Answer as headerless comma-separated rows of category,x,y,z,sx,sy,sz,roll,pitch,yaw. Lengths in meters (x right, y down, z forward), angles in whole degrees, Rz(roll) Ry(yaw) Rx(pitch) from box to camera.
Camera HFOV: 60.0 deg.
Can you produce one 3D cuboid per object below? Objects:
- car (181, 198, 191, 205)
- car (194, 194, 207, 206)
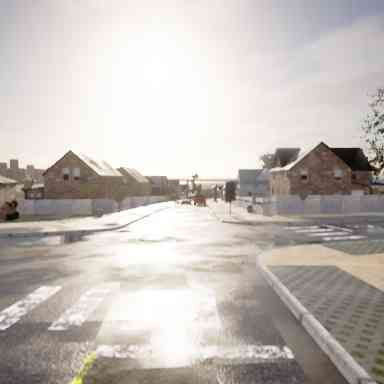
car,-1.073,1.799,66.227,2.033,1.411,5.357,0,0,3
car,1.489,1.446,61.957,2.150,2.045,5.566,0,0,3
